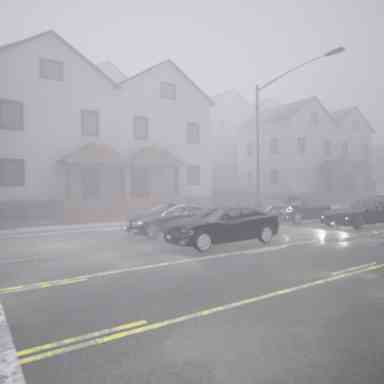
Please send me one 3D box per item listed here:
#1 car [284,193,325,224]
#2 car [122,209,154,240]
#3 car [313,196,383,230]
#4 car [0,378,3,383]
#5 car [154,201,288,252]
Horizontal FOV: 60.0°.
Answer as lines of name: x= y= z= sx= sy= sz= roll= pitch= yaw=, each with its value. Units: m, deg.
car: x=6.769 y=0.985 z=20.987 sx=4.553 sy=1.767 sz=2.097 roll=-1 pitch=1 yaw=-33
car: x=-0.911 y=1.283 z=15.922 sx=4.902 sy=1.511 sz=2.128 roll=-1 pitch=1 yaw=-33
car: x=9.464 y=1.182 z=18.572 sx=5.357 sy=1.411 sz=2.033 roll=-1 pitch=1 yaw=-33
car: x=-3.459 y=1.515 z=1.219 sx=4.902 sy=1.511 sz=2.128 roll=-1 pitch=1 yaw=-39
car: x=1.260 y=1.282 z=13.162 sx=5.008 sy=1.535 sz=1.882 roll=-1 pitch=1 yaw=-33
